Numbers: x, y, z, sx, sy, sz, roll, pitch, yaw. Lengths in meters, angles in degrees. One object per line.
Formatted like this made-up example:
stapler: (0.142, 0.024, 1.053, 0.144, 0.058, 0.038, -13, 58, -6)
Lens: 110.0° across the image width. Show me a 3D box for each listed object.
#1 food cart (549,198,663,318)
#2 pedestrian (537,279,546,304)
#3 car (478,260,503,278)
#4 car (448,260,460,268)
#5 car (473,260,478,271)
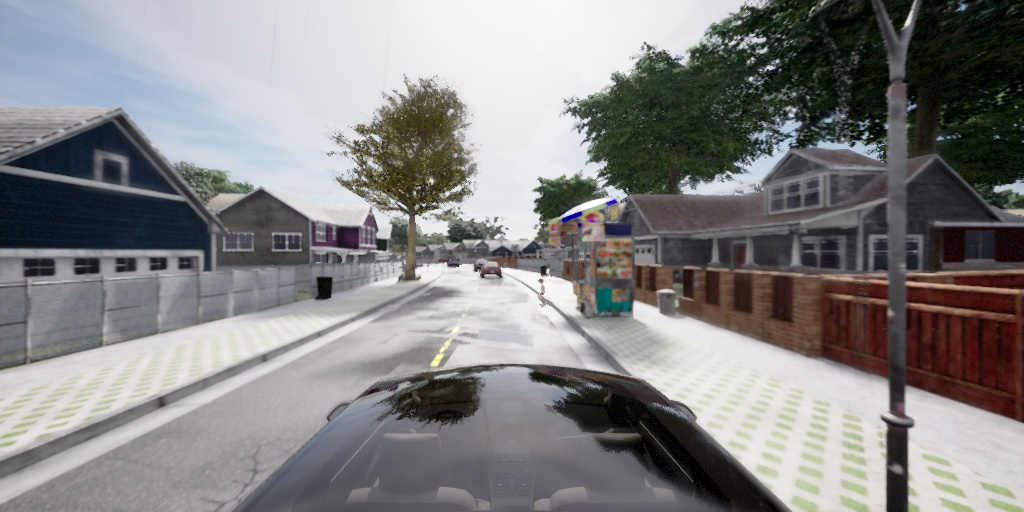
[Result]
food cart: (2.797, 0.190, 12.023, 2.280, 3.560, 4.660, 0, 0, -2)
pedestrian: (1.224, 1.397, 14.516, 0.500, 1.100, 0.500, -1, 1, -11)
car: (-1.989, 1.244, 33.732, 1.812, 1.442, 4.674, 0, 0, -7)
car: (-10.087, 1.375, 61.856, 1.895, 1.301, 4.718, 0, 0, -13)
car: (-4.174, 1.243, 48.025, 1.837, 1.490, 4.892, 0, 0, -11)
